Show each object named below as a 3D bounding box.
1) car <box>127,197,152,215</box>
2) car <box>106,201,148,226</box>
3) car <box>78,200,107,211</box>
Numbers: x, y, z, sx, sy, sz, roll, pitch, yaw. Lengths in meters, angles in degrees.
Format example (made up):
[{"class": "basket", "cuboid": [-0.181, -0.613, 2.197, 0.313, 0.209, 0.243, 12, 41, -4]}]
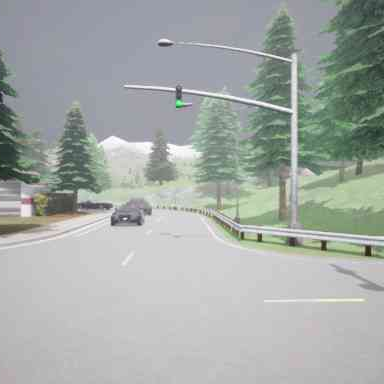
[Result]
[{"class": "car", "cuboid": [-5.447, 1.337, 33.225, 2.097, 1.767, 4.553, 0, 0, -20]}, {"class": "car", "cuboid": [-4.438, 1.553, 23.451, 1.994, 1.385, 4.181, 0, 0, -3]}, {"class": "car", "cuboid": [-12.158, 1.586, 40.845, 4.718, 1.301, 1.895, 0, 0, 13]}]
